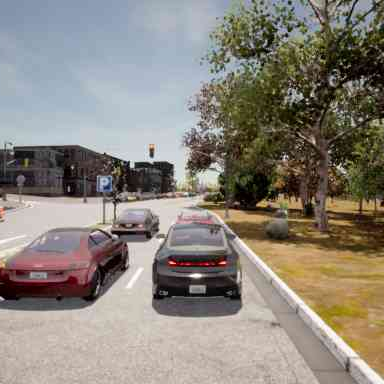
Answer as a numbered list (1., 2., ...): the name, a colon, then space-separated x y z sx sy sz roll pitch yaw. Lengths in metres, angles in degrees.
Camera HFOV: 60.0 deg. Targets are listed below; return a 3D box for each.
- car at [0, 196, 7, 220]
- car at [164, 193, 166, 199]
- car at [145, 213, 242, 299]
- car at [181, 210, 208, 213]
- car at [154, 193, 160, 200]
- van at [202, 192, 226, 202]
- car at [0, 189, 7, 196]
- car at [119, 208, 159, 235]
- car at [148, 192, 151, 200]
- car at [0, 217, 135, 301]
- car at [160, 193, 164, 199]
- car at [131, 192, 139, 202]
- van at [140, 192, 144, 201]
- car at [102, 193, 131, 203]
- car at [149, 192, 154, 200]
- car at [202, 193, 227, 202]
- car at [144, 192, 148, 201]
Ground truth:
1. car: -16.639 1.404 24.959 4.553 1.767 2.185 -1 0 -19
2. car: -10.624 1.316 92.687 5.008 1.535 2.097 -1 0 -12
3. car: 0.105 1.515 8.447 1.837 1.490 4.892 0 0 0
4. car: 0.150 1.625 17.716 1.895 1.301 4.718 0 0 0
5. car: -11.493 1.357 86.702 4.674 1.452 2.002 -1 0 -12
6. van: 4.253 1.043 65.370 4.442 1.987 1.878 1 0 -14
7. car: -31.190 0.137 53.627 2.002 1.452 4.674 6 -3 -19
8. car: -2.852 1.572 17.619 2.033 1.411 5.357 0 0 1
9. car: -12.676 1.359 77.718 4.674 1.452 2.002 -1 0 -13
10. car: -2.905 1.574 8.400 1.994 1.385 4.181 0 0 1
11. car: -11.044 1.065 89.709 5.566 2.045 2.435 -1 0 -12
12. car: -13.830 1.315 65.759 5.366 1.575 1.946 -1 0 -15
13. van: -13.274 1.093 71.751 4.442 1.987 1.878 -1 0 -14
14. car: -14.473 1.358 62.766 4.792 1.488 2.163 -1 0 -15
15. car: -12.305 1.359 80.720 4.674 1.452 2.002 -1 0 -13
16. car: 4.635 1.142 68.339 4.553 1.767 2.185 1 0 -14
17. car: -13.047 1.322 74.722 4.892 1.521 2.231 -1 0 -14
